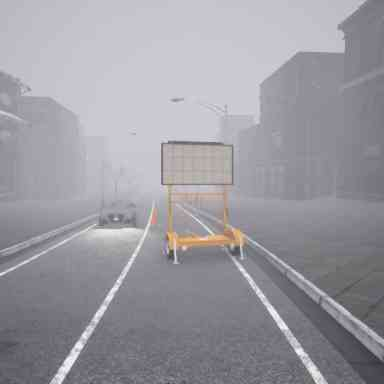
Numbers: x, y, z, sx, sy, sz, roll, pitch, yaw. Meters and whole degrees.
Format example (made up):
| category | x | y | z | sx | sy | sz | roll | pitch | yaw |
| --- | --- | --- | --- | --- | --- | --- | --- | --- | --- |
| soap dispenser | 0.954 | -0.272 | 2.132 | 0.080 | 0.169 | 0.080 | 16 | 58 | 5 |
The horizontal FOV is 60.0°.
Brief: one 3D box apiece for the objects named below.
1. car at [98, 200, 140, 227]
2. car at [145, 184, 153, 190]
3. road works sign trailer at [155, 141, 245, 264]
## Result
| category | x | y | z | sx | sy | sz | roll | pitch | yaw |
| --- | --- | --- | --- | --- | --- | --- | --- | --- | --- |
| car | -4.008 | 1.152 | 18.848 | 1.994 | 1.385 | 4.181 | 0 | 1 | -5 |
| car | -11.336 | -1.457 | 88.260 | 1.837 | 1.490 | 4.892 | 0 | 3 | -6 |
| road works sign trailer | 0.140 | 0.175 | 10.820 | 2.380 | 3.560 | 2.880 | -1 | 1 | -16 |
